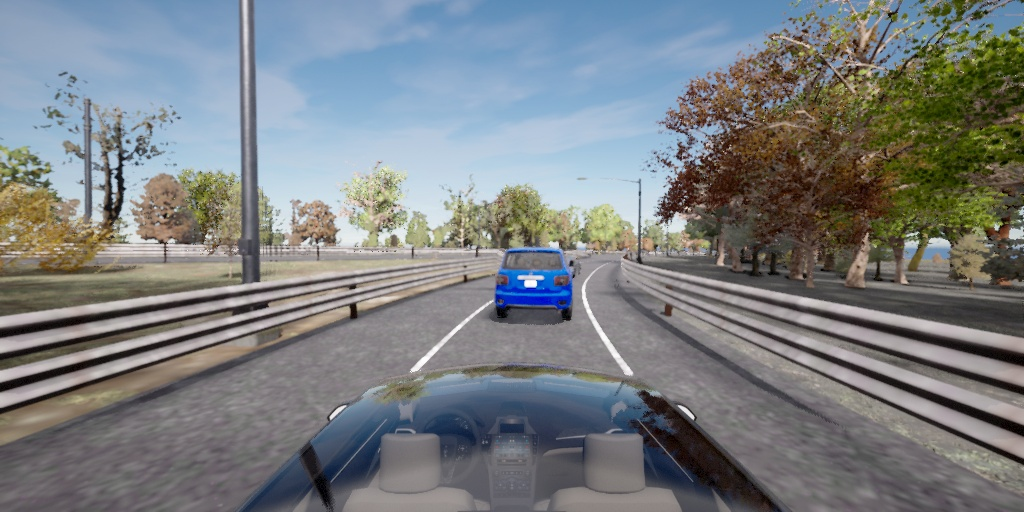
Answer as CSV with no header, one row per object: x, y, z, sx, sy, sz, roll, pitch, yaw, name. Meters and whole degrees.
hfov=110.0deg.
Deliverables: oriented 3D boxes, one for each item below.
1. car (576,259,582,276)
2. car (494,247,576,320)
3.900,0.737,25.926,2.033,1.411,5.357,0,1,16,car
0.877,0.725,11.766,2.150,2.045,5.566,0,1,9,car
